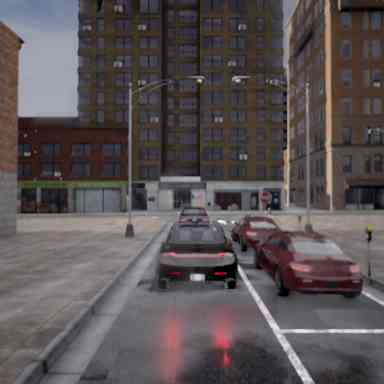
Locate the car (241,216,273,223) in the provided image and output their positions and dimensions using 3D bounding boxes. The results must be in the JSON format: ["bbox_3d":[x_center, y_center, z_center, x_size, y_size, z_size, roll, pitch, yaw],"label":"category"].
[{"bbox_3d":[2.688,1.643,13.800,1.802,1.307,4.206,1,0,0],"label":"car"}]

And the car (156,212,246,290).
[{"bbox_3d":[0.124,1.532,9.198,2.128,1.511,4.902,0,0,0],"label":"car"}]

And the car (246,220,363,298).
[{"bbox_3d":[2.673,1.618,8.362,1.802,1.307,4.206,1,0,0],"label":"car"}]

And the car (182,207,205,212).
[{"bbox_3d":[0.100,1.640,20.886,2.033,1.411,5.357,0,0,-1],"label":"car"}]
